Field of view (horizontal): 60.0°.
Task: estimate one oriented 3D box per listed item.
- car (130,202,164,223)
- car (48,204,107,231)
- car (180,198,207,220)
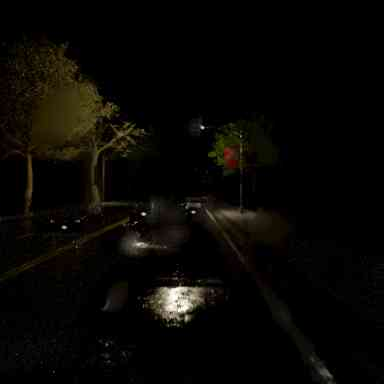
[{"bbox_3d":[-3.139,1.400,23.671,1.994,1.385,4.181,0,0,0],"label":"car"},{"bbox_3d":[-6.538,1.410,19.723,2.033,1.411,5.357,0,0,0],"label":"car"},{"bbox_3d":[0.111,1.386,25.759,1.994,1.385,4.181,0,0,0],"label":"car"}]
